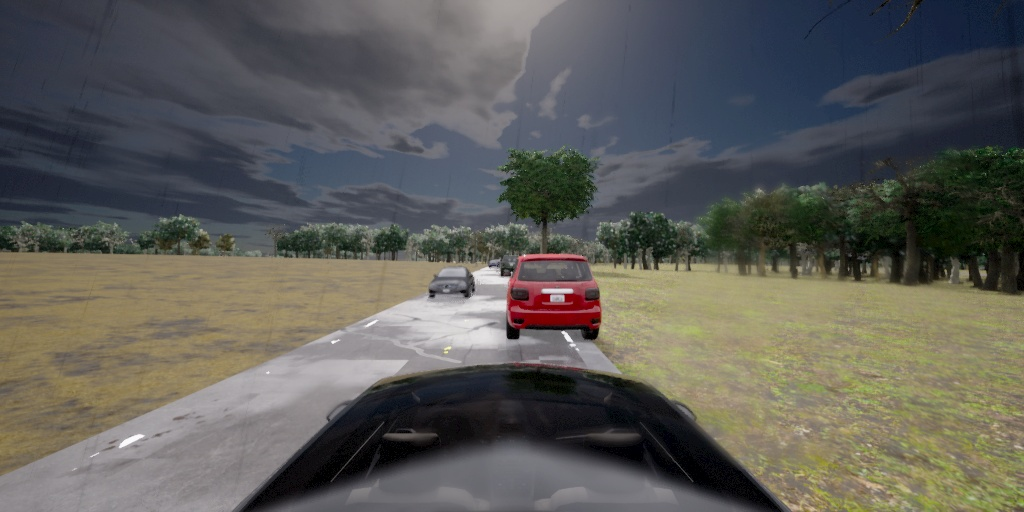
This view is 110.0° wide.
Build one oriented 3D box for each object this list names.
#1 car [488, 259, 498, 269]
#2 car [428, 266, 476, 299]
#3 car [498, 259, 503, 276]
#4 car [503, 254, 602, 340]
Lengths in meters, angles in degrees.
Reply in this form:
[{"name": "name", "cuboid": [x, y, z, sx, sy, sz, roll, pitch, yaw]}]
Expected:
[{"name": "car", "cuboid": [-2.970, 1.336, 59.586, 2.033, 1.411, 5.357, 0, 0, 0]}, {"name": "car", "cuboid": [-2.887, 1.263, 18.088, 1.812, 1.442, 4.674, 0, 0, 0]}, {"name": "car", "cuboid": [-0.017, 0.942, 36.934, 2.150, 2.045, 5.566, 0, 0, 0]}, {"name": "car", "cuboid": [0.938, 0.973, 10.142, 2.150, 2.045, 5.566, 0, 0, 0]}]
